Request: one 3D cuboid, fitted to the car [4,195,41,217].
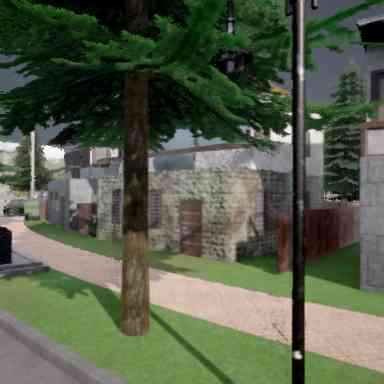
[{"bbox_3d":[-15.638,1.472,32.314,4.553,1.767,2.097,0,0,-33],"label":"car"}]
